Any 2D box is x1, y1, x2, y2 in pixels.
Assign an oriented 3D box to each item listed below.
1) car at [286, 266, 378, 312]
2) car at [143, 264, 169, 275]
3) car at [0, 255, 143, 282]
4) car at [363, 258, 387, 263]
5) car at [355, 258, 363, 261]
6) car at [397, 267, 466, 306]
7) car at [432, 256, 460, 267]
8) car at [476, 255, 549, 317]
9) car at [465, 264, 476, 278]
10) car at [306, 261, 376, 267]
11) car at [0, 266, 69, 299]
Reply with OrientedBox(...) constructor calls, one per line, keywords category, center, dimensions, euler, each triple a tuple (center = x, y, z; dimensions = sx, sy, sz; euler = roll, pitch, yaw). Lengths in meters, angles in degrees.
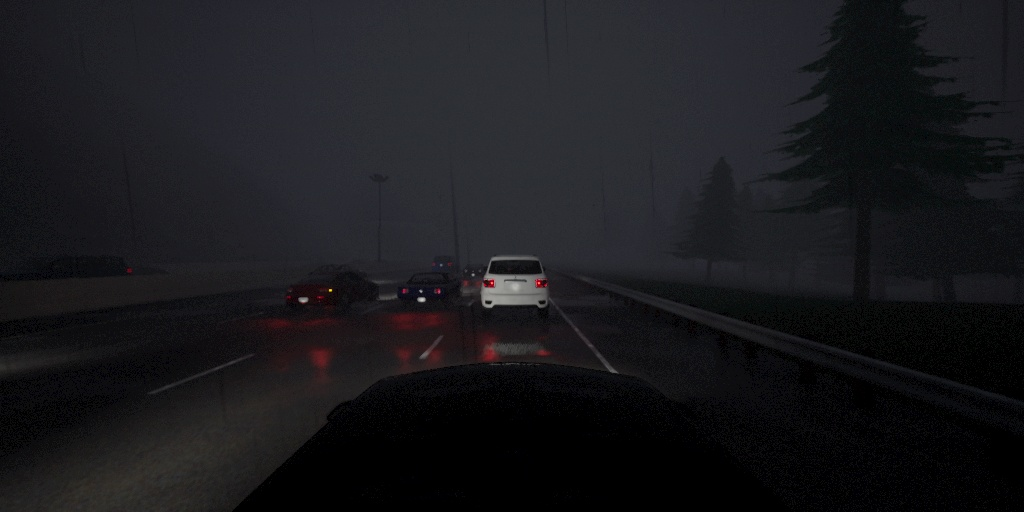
OrientedBox(category="car", center=(-6.901, 1.280, 14.177), dimensions=(1.812, 1.442, 4.674), euler=(0, 0, 0))
OrientedBox(category="car", center=(-28.097, 1.322, 26.619), dimensions=(1.994, 1.385, 4.181), euler=(0, 0, 0))
OrientedBox(category="car", center=(-21.101, 0.976, 16.566), dimensions=(2.150, 2.045, 5.566), euler=(0, 0, 0))
OrientedBox(category="car", center=(-21.055, 1.261, 56.515), dimensions=(2.128, 1.511, 4.902), euler=(0, 0, 0))
OrientedBox(category="car", center=(-24.542, 1.316, 56.410), dimensions=(2.033, 1.411, 5.357), euler=(0, 0, 1))
OrientedBox(category="car", center=(-3.401, 1.356, 15.744), dimensions=(1.895, 1.301, 4.718), euler=(0, 0, 0))
OrientedBox(category="car", center=(-6.902, 0.984, 37.654), dimensions=(2.150, 2.045, 5.566), euler=(0, 0, 0))
OrientedBox(category="car", center=(0.100, 0.976, 13.255), dimensions=(2.150, 2.045, 5.566), euler=(0, 0, 0))
OrientedBox(category="car", center=(-3.403, 1.362, 33.639), dimensions=(1.895, 1.301, 4.718), euler=(0, 0, 0))
OrientedBox(category="car", center=(-10.400, 1.248, 21.754), dimensions=(2.128, 1.511, 4.902), euler=(0, 0, 0))
OrientedBox(category="car", center=(-24.600, 1.259, 16.704), dimensions=(1.837, 1.490, 4.892), euler=(0, 0, 0))
